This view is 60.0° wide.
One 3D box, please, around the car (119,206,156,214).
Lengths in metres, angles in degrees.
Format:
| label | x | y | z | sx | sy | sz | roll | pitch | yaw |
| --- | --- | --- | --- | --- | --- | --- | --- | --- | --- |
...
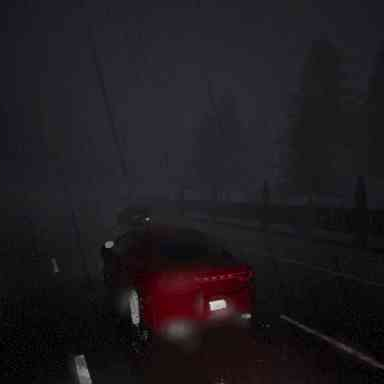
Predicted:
| label | x | y | z | sx | sy | sz | roll | pitch | yaw |
| --- | --- | --- | --- | --- | --- | --- | --- | --- | --- |
| car | -3.427 | 1.563 | 21.157 | 1.994 | 1.385 | 4.181 | 0 | 0 | -25 |

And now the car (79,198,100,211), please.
| label | x | y | z | sx | sy | sz | roll | pitch | yaw |
| --- | --- | --- | --- | --- | --- | --- | --- | --- | --- |
| car | -12.559 | 1.476 | 40.625 | 1.882 | 1.535 | 5.008 | 0 | 0 | -25 |

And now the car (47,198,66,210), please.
| label | x | y | z | sx | sy | sz | roll | pitch | yaw |
| --- | --- | --- | --- | --- | --- | --- | --- | --- | --- |
| car | -17.212 | 1.489 | 42.303 | 2.128 | 1.511 | 4.902 | 0 | 0 | -25 |

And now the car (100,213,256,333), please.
| label | x | y | z | sx | sy | sz | roll | pitch | yaw |
| --- | --- | --- | --- | --- | --- | --- | --- | --- | --- |
| car | -0.677 | 1.477 | 7.067 | 1.882 | 1.535 | 5.008 | 0 | 0 | -25 |

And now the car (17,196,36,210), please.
| label | x | y | z | sx | sy | sz | roll | pitch | yaw |
| --- | --- | --- | --- | --- | --- | --- | --- | --- | --- |
| car | -21.873 | 1.351 | 43.984 | 2.097 | 1.767 | 4.553 | 0 | 0 | -24 |

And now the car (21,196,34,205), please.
| label | x | y | z | sx | sy | sz | roll | pitch | yaw |
| --- | --- | --- | --- | --- | --- | --- | --- | --- | --- |
| car | -30.339 | 1.524 | 61.247 | 1.812 | 1.442 | 4.674 | 0 | 0 | -29 |
